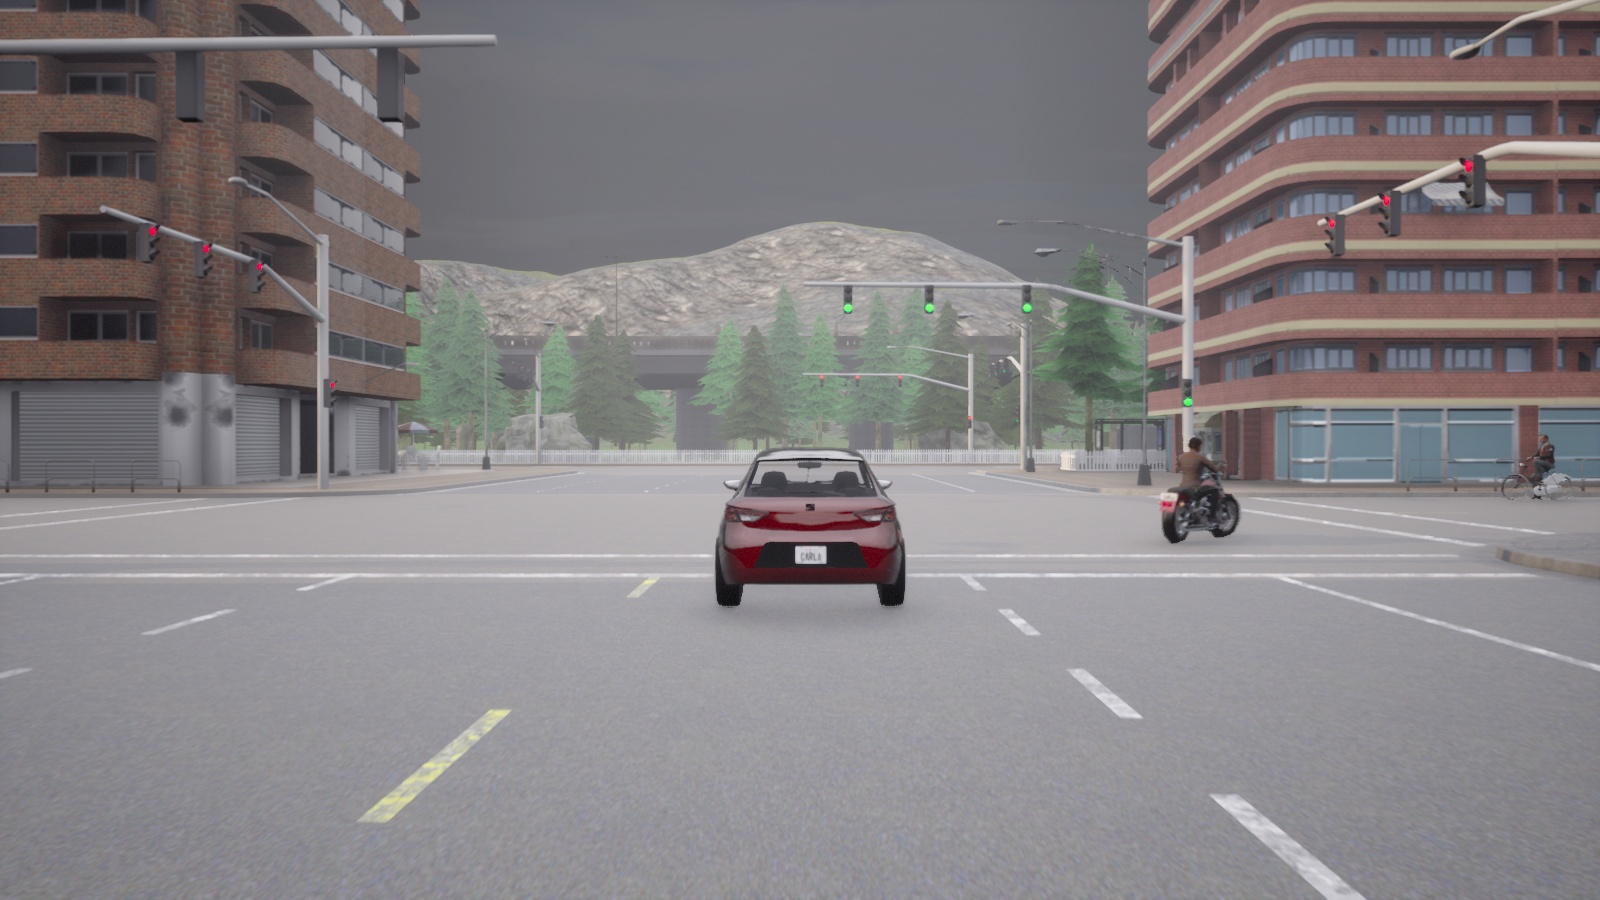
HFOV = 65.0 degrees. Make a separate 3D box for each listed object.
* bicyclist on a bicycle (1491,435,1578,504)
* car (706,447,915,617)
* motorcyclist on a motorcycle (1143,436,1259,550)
[{"bbox_3d":[18.996,0.500,32.489,1.843,1.776,0.659,0,0,0],"label":"bicyclist on a bicycle"},{"bbox_3d":[0.083,0.707,13.019,1.816,1.474,4.193,0,0,0],"label":"car"},{"bbox_3d":[6.253,0.623,19.506,0.766,1.649,2.350,2,1,42],"label":"motorcyclist on a motorcycle"}]
